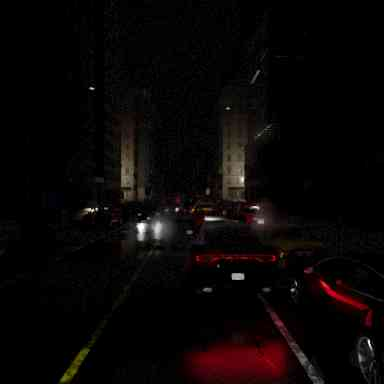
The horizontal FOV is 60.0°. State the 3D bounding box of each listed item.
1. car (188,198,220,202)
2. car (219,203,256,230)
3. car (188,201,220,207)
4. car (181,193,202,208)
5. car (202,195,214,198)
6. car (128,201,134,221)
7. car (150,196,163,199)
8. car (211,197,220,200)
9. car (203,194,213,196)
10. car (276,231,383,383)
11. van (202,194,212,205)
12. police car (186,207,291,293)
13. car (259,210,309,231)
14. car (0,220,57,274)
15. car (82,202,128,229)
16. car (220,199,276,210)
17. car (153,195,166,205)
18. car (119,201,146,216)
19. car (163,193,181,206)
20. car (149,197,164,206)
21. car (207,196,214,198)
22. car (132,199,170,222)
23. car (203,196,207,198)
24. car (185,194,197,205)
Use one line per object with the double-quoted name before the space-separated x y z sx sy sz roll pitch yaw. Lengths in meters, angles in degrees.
"car" 0.847 1.476 24.889 1.882 1.535 5.008 0 0 0
"car" 2.811 1.524 21.730 1.752 1.417 4.829 0 0 0
"car" 0.860 1.477 18.889 1.882 1.535 5.008 0 0 0
"car" -0.087 1.348 46.854 2.097 1.767 4.553 0 0 0
"car" 2.753 1.562 49.178 1.947 1.339 4.313 0 0 0
"car" -5.726 1.564 27.052 1.947 1.339 4.313 0 0 0
"car" -5.773 1.578 49.152 1.802 1.307 4.206 0 0 0
"car" 2.800 1.438 27.084 1.967 1.590 4.097 0 0 0
"car" 2.742 1.310 54.702 2.192 1.841 5.009 0 0 0
"car" 2.847 1.566 4.990 1.947 1.339 4.313 0 0 0
"van" 2.730 1.336 60.226 1.690 1.788 3.998 0 0 0
"police car" 0.880 1.425 8.999 1.930 1.638 5.238 0 0 0
"car" 2.835 1.525 10.683 1.752 1.417 4.829 0 0 0
"car" -5.691 1.581 10.477 1.802 1.307 4.206 0 0 0
"car" -5.714 1.543 21.527 1.887 1.381 4.507 0 0 0
"car" 2.824 1.314 16.036 2.192 1.841 5.009 0 0 0
"car" -5.796 1.435 60.202 1.967 1.590 4.097 0 0 0
"car" -5.737 1.563 32.577 1.947 1.339 4.313 0 0 0
"car" -3.114 1.218 53.211 2.150 2.045 5.566 0 0 0
"car" -5.784 1.561 54.677 1.947 1.339 4.313 0 0 0
"car" 2.788 1.437 32.607 1.967 1.590 4.097 0 0 0
"car" -3.155 1.545 26.813 2.033 1.411 5.357 0 0 0
"car" 2.765 1.547 43.655 2.008 1.369 4.403 0 0 0
"car" -0.129 1.347 60.259 2.097 1.767 4.553 0 0 0
